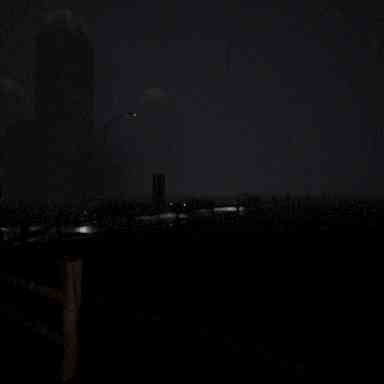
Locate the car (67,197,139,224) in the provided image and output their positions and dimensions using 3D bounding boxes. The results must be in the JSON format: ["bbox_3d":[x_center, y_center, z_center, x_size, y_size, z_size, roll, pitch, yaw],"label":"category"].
[{"bbox_3d":[-5.674,1.136,21.756,1.882,1.535,5.008,1,2,35],"label":"car"}]

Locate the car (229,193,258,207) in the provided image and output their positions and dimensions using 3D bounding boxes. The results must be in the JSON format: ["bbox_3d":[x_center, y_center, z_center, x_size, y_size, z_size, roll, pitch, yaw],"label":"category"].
[{"bbox_3d":[6.043,0.861,38.417,2.128,1.511,4.902,1,2,35],"label":"car"}]

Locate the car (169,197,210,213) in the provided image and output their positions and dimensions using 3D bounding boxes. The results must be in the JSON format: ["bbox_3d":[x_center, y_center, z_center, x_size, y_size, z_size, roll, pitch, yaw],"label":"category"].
[{"bbox_3d":[0.037,1.116,29.884,1.895,1.301,4.718,1,2,35],"label":"car"}]

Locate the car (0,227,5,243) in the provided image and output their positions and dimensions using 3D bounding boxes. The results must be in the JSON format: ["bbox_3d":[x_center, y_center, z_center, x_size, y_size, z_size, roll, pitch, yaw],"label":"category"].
[{"bbox_3d":[-8.011,1.455,10.878,1.994,1.385,4.181,0,1,-1],"label":"car"}]
